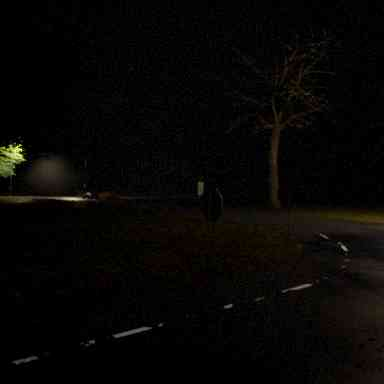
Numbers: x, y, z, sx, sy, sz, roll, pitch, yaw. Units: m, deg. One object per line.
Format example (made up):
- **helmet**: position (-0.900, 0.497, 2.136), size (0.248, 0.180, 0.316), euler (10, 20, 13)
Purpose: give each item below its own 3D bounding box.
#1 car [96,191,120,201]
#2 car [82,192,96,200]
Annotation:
- **car**: position (-13.189, 0.648, 53.101), size (1.882, 1.535, 5.008), euler (2, -1, -35)
- **car**: position (-18.252, 0.681, 60.071), size (2.033, 1.411, 5.357), euler (2, -1, -36)
